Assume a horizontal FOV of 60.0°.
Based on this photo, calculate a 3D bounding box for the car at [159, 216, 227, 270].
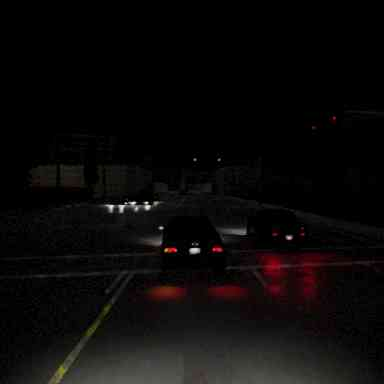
[{"bbox_3d":[-0.105,1.510,10.922,2.033,1.411,5.357,0,0,-4],"label":"car"}]

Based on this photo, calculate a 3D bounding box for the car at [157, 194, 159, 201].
[{"bbox_3d":[-7.015,0.895,59.604,1.882,1.535,5.008,0,1,0],"label":"car"}]

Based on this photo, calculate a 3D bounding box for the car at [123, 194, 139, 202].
[{"bbox_3d":[-10.518,1.004,57.930,1.994,1.385,4.181,0,1,1],"label":"car"}]

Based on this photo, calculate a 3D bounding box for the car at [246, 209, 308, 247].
[{"bbox_3d":[3.600,1.458,14.606,1.812,1.442,4.674,0,1,0],"label":"car"}]

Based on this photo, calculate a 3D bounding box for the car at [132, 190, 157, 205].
[{"bbox_3d":[-7.023,0.761,49.823,2.150,2.045,5.566,0,1,1],"label":"car"}]

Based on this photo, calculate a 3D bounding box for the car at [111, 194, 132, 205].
[{"bbox_3d":[-10.525,1.081,48.809,1.812,1.442,4.674,0,1,1],"label":"car"}]
